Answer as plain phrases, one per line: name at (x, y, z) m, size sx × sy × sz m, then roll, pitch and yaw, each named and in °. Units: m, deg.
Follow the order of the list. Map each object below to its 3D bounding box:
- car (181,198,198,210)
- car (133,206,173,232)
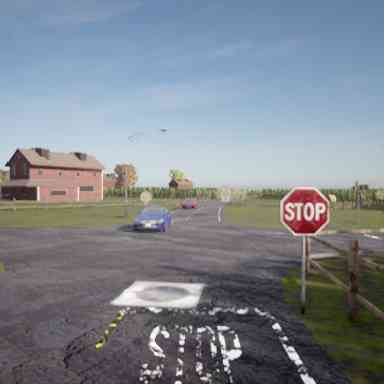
car at (-0.310, 1.618, 45.409) m, size 1.882 × 1.535 × 5.008 m, roll 0°, pitch 0°, yaw 6°
car at (-2.238, 1.564, 20.116) m, size 1.812 × 1.442 × 4.674 m, roll 0°, pitch -1°, yaw 3°
